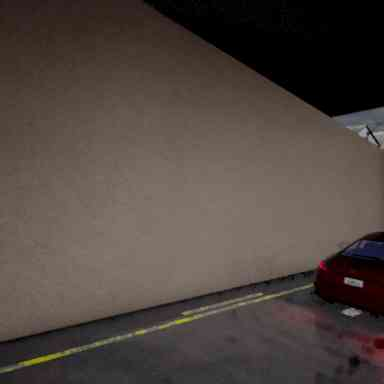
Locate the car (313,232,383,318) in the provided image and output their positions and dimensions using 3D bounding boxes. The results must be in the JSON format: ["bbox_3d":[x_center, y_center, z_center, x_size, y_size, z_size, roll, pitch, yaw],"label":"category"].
[{"bbox_3d":[4.448,1.541,6.948,4.181,1.385,1.994,0,0,-35],"label":"car"}]
